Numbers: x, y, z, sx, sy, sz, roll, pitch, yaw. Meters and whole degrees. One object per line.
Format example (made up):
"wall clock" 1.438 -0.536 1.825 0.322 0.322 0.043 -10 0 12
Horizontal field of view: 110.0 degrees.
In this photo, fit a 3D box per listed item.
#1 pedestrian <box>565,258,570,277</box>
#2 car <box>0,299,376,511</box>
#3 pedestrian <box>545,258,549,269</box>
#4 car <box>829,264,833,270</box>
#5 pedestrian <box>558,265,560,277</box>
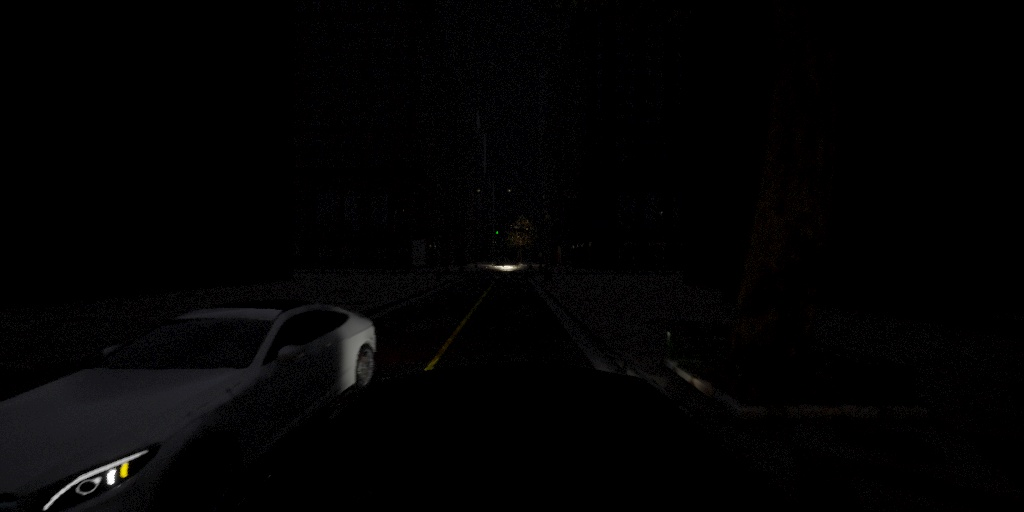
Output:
"pedestrian" 5.643 1.109 36.144 0.375 1.860 0.375 0 0 0
"car" -3.100 1.290 4.133 1.812 1.442 4.674 0 0 0
"pedestrian" 3.643 1.104 36.744 0.375 1.860 0.375 0 0 0
"car" 36.838 1.619 42.331 4.892 1.490 1.837 0 0 0
"pedestrian" 4.642 1.101 35.544 0.375 1.860 0.375 0 0 0
